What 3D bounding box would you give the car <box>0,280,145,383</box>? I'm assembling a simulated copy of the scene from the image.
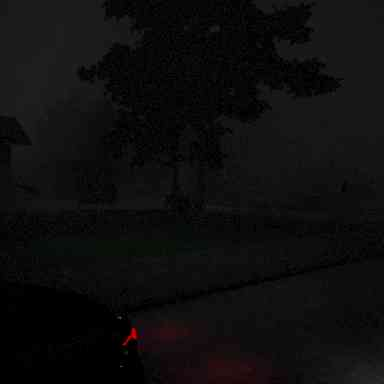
[{"bbox_3d":[-2.525,1.563,2.792,4.181,1.385,1.994,0,0,-35],"label":"car"}]
